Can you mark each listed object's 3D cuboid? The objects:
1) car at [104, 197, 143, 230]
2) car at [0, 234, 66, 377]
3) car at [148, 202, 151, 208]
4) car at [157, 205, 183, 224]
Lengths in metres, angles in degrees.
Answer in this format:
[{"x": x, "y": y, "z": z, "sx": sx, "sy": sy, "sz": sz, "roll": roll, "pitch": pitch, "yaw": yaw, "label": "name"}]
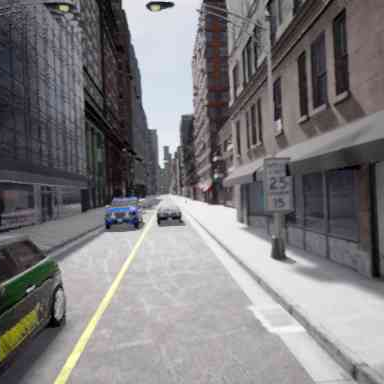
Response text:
[{"x": -4.686, "y": 1.414, "z": 23.479, "sx": 2.150, "sy": 2.045, "sz": 5.566, "roll": -3, "pitch": 0, "yaw": -4, "label": "car"}, {"x": -3.268, "y": 1.494, "z": 4.182, "sx": 2.097, "sy": 1.767, "sz": 4.553, "roll": -3, "pitch": 0, "yaw": -4, "label": "car"}, {"x": -5.782, "y": 1.438, "z": 39.563, "sx": 1.994, "sy": 1.385, "sz": 4.181, "roll": -3, "pitch": 0, "yaw": -4, "label": "car"}, {"x": -1.789, "y": 1.666, "z": 26.170, "sx": 1.895, "sy": 1.301, "sz": 4.718, "roll": -3, "pitch": 0, "yaw": -5, "label": "car"}]
